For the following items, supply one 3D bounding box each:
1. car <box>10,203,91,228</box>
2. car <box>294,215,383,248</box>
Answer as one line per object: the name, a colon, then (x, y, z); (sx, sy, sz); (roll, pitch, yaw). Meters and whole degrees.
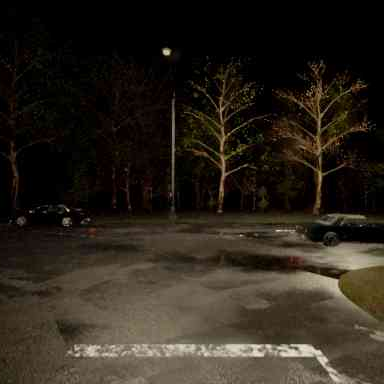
car: (-9.090, 1.517, 21.473); (4.892, 1.490, 1.837); (0, 0, 1)
car: (7.006, 1.642, 14.365); (4.718, 1.301, 1.895); (0, 0, 0)
